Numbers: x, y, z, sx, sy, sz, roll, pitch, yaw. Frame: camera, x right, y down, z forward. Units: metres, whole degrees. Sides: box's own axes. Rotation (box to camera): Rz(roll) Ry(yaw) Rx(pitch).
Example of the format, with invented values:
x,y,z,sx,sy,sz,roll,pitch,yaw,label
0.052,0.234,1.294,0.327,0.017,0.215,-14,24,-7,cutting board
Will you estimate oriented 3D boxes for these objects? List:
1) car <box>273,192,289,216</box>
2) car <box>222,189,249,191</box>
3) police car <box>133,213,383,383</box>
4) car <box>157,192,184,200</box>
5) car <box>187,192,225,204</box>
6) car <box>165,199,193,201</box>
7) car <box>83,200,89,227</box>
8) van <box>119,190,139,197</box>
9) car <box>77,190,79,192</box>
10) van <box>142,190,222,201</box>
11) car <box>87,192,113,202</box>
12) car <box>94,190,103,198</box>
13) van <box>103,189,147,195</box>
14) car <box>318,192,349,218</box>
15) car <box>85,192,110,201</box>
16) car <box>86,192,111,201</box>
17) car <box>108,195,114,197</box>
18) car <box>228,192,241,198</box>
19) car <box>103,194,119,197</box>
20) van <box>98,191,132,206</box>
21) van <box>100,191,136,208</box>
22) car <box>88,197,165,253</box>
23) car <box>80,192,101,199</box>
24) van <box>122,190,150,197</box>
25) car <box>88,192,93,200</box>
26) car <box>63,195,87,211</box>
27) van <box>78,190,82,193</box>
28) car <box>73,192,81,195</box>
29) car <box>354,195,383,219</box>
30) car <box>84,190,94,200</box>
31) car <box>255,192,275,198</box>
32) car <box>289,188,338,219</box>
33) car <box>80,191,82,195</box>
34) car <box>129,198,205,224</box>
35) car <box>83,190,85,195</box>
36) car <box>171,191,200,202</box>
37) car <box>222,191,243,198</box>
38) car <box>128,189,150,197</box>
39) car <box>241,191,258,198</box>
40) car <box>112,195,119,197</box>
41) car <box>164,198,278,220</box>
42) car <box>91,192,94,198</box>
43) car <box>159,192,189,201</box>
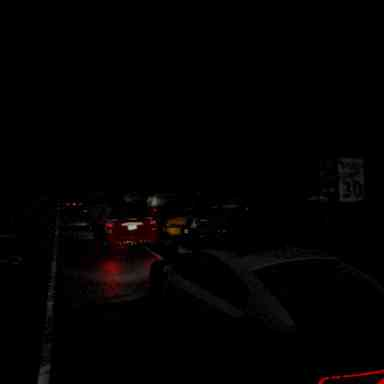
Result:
x,y,z,sx,sy,sz,roll,pitch,yaw,label
10.083,0.991,29.417,4.892,1.521,2.231,-1,1,-22,car
4.925,0.690,42.307,5.566,2.045,2.435,-1,1,-22,car
0.735,1.359,4.646,1.930,1.638,5.238,-1,1,-22,police car
-4.275,0.737,65.536,4.892,1.521,2.231,-1,1,-22,car
2.051,0.869,50.128,5.366,1.575,1.946,-1,1,-22,car
0.294,1.339,18.674,4.674,1.452,2.002,-1,1,-22,car
-5.123,1.417,19.438,1.837,1.490,4.892,-1,1,-22,car
-3.751,1.058,29.135,4.442,1.987,1.878,-1,1,-22,van
-26.485,0.802,86.470,5.366,1.575,1.946,-1,1,-22,car
-0.641,1.069,21.319,4.442,1.987,1.878,-1,1,-22,van
-17.361,0.896,62.947,4.553,1.767,2.185,-1,1,-22,car
-9.069,0.959,42.109,5.566,2.045,2.435,-1,1,-22,car
-7.898,1.004,39.561,4.442,1.987,1.878,-1,1,-22,van
12.145,0.992,24.264,5.008,1.535,2.097,-1,1,-22,car
-19.376,0.848,68.179,4.553,1.767,2.185,-1,1,-22,car
-18.398,0.873,65.552,4.553,1.767,2.185,-1,1,-22,car
-5.930,1.307,34.308,4.674,1.452,2.002,-1,1,-22,car
6.985,1.003,37.146,4.792,1.488,2.163,-1,1,-22,car
-6.959,1.251,36.915,4.892,1.521,2.231,-1,1,-22,car
-11.007,0.934,47.373,4.442,1.987,1.878,-1,1,-22,van
-9.971,0.957,44.768,4.442,1.987,1.878,-1,1,-22,van
-2.903,1.275,13.823,2.097,1.767,4.553,-1,1,-22,car
-25.594,0.862,83.808,4.792,1.488,2.163,-1,1,-22,car
-2.932,1.070,26.446,4.442,1.987,1.878,-1,1,-22,van
-14.222,1.132,55.147,4.674,1.452,2.002,-1,1,-22,car
-13.939,1.393,39.119,2.033,1.411,5.357,-1,1,-21,car
-24.697,0.633,81.146,4.442,1.987,1.878,-1,1,-22,van
-18.489,1.258,50.520,2.128,1.511,4.902,-1,1,-22,car
13.171,0.994,21.685,5.008,1.535,2.097,-1,1,-22,car
-15.288,0.818,57.737,5.566,2.045,2.435,-1,1,-22,car
9.057,0.986,31.999,5.008,1.535,2.097,-1,1,-22,car
11.082,0.741,26.829,5.566,2.045,2.435,-1,1,-22,car
-21.480,0.927,73.377,5.008,1.535,2.097,-1,1,-22,car
-1.786,1.295,23.881,5.008,1.535,2.097,-1,1,-22,car
-16.324,0.794,60.342,5.566,2.045,2.435,-1,1,-22,car
-1.175,0.680,57.807,4.553,1.767,2.185,-1,1,-22,car
6.010,0.986,39.754,4.792,1.488,2.163,-1,1,-22,car
-14.622,0.251,91.427,5.566,2.045,2.435,-1,1,-22,car
8.207,0.972,34.650,5.366,1.575,1.946,-1,1,-22,car
-4.862,1.309,31.710,4.792,1.488,2.163,-1,1,-22,car
1.155,1.301,16.000,5.366,1.575,1.946,-1,1,-22,car
-12.154,1.140,49.936,4.892,1.521,2.231,-1,1,-22,car
-3.426,0.761,62.885,5.366,1.575,1.946,-1,1,-22,car
